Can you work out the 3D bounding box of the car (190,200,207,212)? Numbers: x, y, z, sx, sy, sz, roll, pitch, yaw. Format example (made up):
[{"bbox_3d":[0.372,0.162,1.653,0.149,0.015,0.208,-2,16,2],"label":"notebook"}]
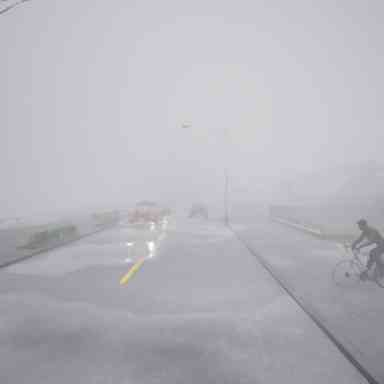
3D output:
[{"bbox_3d":[0.924,1.955,46.401,2.128,1.511,4.902,0,-1,2],"label":"car"}]

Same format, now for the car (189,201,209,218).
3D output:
[{"bbox_3d":[0.694,1.844,33.843,1.837,1.490,4.892,0,0,2],"label":"car"}]

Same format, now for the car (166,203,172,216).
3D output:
[{"bbox_3d":[-3.314,1.915,36.738,1.994,1.385,4.181,0,-1,1],"label":"car"}]

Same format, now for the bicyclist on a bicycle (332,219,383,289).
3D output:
[{"bbox_3d":[4.062,1.446,7.651,1.656,1.620,0.582,1,-1,1],"label":"bicyclist on a bicycle"}]

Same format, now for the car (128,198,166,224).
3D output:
[{"bbox_3d":[-3.521,1.399,25.834,2.097,1.767,4.553,0,-1,1],"label":"car"}]
